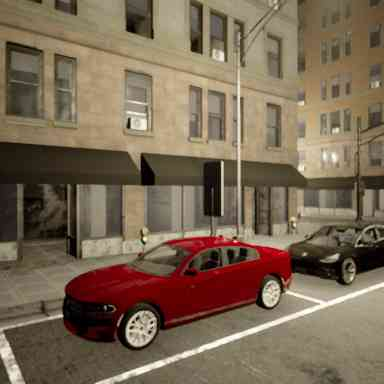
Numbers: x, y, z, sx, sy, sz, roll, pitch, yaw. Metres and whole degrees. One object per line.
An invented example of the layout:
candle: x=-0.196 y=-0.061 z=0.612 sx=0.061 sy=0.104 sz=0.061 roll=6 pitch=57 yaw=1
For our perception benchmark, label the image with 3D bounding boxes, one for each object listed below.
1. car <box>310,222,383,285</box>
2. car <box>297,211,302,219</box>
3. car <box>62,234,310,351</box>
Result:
car: x=4.408 y=1.564 z=9.478 sx=4.313 sy=1.339 sz=1.947 roll=0 pitch=0 yaw=-36
car: x=6.223 y=1.616 z=27.026 sx=2.033 sy=1.411 sz=5.357 roll=0 pitch=0 yaw=-36
car: x=-0.027 y=1.544 z=6.208 sx=4.507 sy=1.381 sz=1.887 roll=0 pitch=0 yaw=-36
